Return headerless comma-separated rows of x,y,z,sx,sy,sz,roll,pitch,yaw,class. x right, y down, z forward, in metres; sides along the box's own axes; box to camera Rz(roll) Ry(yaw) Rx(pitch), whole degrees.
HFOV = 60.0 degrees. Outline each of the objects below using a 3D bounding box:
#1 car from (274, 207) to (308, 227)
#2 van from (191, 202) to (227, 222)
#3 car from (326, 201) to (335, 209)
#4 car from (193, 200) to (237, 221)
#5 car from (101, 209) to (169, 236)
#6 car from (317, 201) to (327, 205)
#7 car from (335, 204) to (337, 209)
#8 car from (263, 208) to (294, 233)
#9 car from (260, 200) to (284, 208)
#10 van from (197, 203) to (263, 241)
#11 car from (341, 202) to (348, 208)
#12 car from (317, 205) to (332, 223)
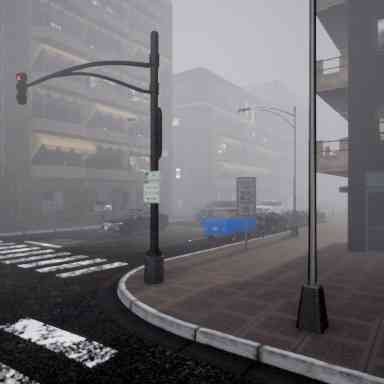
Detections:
8.542,2.162,27.886,1.802,1.307,4.206,-1,-2,35,car
1.708,1.911,32.686,1.690,1.788,3.998,-1,-2,35,van
27.388,2.736,68.802,2.192,1.841,5.009,-1,-2,35,car
2.675,1.755,29.529,2.150,2.045,5.566,0,-1,37,car
-3.461,1.821,20.917,2.128,1.511,4.902,0,-1,35,car
24.178,2.897,64.281,1.802,1.307,4.206,-1,-2,35,car
30.599,3.072,73.311,1.887,1.381,4.507,-1,-2,35,car
5.333,2.039,23.372,1.947,1.339,4.313,-1,-2,35,car
8.870,1.961,38.233,2.150,2.045,5.566,0,-1,36,car
2.260,1.708,18.764,1.690,1.788,3.998,-1,-2,35,van
40.132,3.384,86.719,1.752,1.417,4.829,-1,-2,35,car
11.752,2.237,32.401,2.008,1.369,4.403,-1,-2,35,car
